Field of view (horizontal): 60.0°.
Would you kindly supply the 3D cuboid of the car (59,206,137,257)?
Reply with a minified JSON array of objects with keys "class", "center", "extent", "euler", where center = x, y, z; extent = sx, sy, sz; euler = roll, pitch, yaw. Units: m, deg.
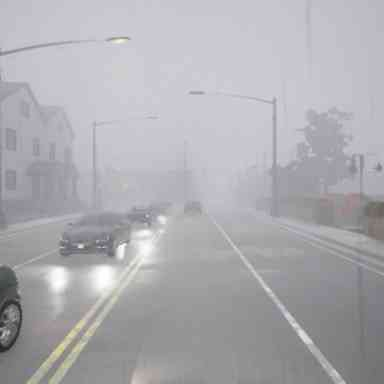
[{"class":"car","center":[-3.594,1.513,13.153],"extent":[1.837,1.490,4.892],"euler":[0,0,0]}]

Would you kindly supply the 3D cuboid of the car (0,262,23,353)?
[{"class":"car","center":[-3.600,1.354,3.100],"extent":[2.097,1.767,4.553],"euler":[0,0,0]}]

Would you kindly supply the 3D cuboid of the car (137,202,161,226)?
[{"class":"car","center":[-3.560,1.614,23.419],"extent":[1.895,1.301,4.718],"euler":[0,0,0]}]

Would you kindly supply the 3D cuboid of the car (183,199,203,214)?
[{"class":"car","center":[0.091,1.525,35.895],"extent":[1.837,1.490,4.892],"euler":[0,0,0]}]

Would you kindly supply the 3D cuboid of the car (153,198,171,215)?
[{"class":"car","center":[-3.553,1.620,34.343],"extent":[1.895,1.301,4.718],"euler":[0,0,0]}]

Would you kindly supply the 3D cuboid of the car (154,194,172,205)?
[{"class":"car","center":[-3.506,0.994,41.158],"extent":[2.097,1.767,4.553],"euler":[0,0,0]}]
